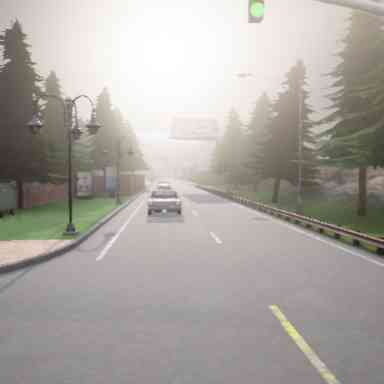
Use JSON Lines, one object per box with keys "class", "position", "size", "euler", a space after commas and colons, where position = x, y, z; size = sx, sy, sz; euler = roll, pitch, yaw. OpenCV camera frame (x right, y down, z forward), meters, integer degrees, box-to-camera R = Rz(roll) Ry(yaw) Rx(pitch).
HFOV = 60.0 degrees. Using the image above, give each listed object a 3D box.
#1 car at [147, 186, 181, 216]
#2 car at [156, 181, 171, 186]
{"class": "car", "position": [-1.629, 0.567, 19.528], "size": [1.895, 1.301, 4.718], "euler": [0, 3, -5]}
{"class": "car", "position": [-3.747, -0.763, 44.095], "size": [1.812, 1.442, 4.674], "euler": [0, 3, -5]}
